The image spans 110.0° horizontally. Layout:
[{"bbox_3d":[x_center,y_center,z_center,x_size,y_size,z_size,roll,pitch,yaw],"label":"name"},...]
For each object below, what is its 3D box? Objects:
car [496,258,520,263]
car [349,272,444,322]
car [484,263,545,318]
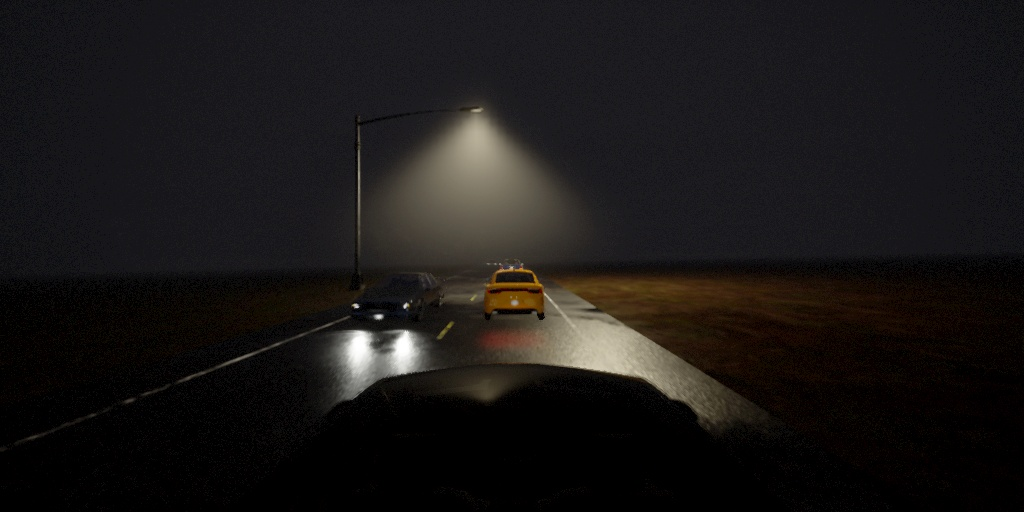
[{"bbox_3d":[-0.063,1.024,30.894,2.097,1.767,4.553,0,0,-1],"label":"car"},{"bbox_3d":[-3.624,1.268,12.417,2.033,1.411,5.357,0,0,0],"label":"car"},{"bbox_3d":[0.071,1.196,12.802,1.882,1.535,5.008,0,0,0],"label":"car"}]
